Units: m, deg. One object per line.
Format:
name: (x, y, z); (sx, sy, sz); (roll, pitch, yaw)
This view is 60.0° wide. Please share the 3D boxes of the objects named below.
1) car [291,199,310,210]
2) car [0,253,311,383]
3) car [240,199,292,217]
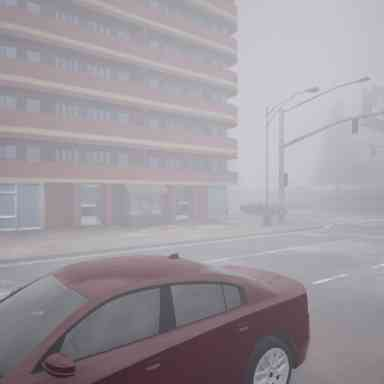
car: (12.497, 1.601, 42.451); (1.895, 1.301, 4.718); (0, 0, -35)
car: (-0.881, 1.478, 3.363); (5.008, 1.535, 1.882); (0, 0, -36)
car: (6.884, 1.601, 32.055); (1.895, 1.301, 4.718); (0, 0, -36)
